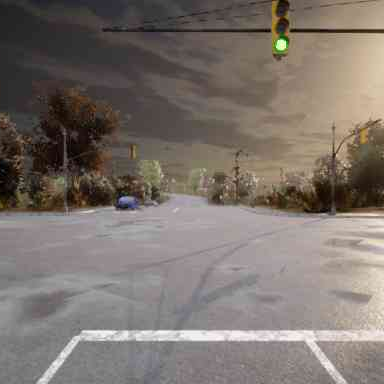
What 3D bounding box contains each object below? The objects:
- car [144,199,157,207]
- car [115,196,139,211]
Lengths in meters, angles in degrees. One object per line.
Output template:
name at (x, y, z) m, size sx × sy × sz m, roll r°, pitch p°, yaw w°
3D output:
car at (-6.999, 1.882, 56.112) m, size 1.895 × 1.301 × 4.718 m, roll 0°, pitch -2°, yaw 0°
car at (-7.000, 1.192, 36.167) m, size 1.882 × 1.535 × 5.008 m, roll 0°, pitch -1°, yaw 0°
